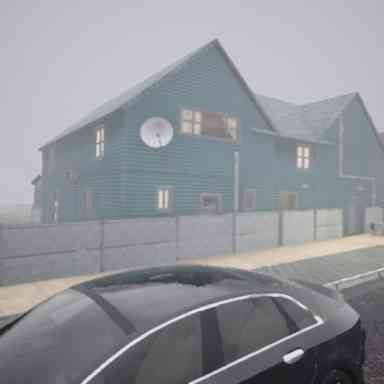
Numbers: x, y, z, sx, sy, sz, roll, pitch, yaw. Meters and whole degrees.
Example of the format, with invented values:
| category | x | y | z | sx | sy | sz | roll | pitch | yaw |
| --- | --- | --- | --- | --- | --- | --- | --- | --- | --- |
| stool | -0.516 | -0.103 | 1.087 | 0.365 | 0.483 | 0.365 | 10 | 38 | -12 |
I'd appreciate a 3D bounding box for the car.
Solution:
| category | x | y | z | sx | sy | sz | roll | pitch | yaw |
| --- | --- | --- | --- | --- | --- | --- | --- | --- | --- |
| car | -0.461 | 1.503 | 2.744 | 4.892 | 1.490 | 1.837 | -1 | 0 | -35 |
